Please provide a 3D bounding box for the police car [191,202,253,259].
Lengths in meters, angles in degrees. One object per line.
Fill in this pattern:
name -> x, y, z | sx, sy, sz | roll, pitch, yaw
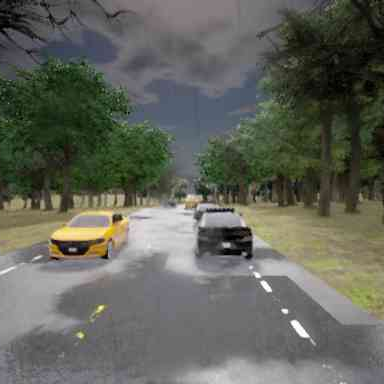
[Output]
police car -> 1.052, 1.413, 12.713 | 1.930, 1.638, 5.238 | 0, 0, 0

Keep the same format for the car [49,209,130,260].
car -> -3.597, 1.465, 12.517 | 1.882, 1.535, 5.008 | 0, 0, 0

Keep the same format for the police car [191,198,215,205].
police car -> 1.053, 1.436, 22.715 | 1.930, 1.638, 5.238 | 0, 0, 0

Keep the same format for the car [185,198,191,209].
car -> 0.023, 1.624, 47.948 | 1.882, 1.535, 5.008 | 0, 0, 0

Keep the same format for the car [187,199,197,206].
car -> 0.009, 2.044, 65.133 | 1.895, 1.301, 4.718 | 0, -1, 0

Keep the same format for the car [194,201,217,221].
car -> 1.054, 1.560, 28.605 | 1.812, 1.442, 4.674 | 0, 0, 0

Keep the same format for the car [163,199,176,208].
car -> -3.564, 1.805, 52.595 | 1.895, 1.301, 4.718 | 0, -1, 0
